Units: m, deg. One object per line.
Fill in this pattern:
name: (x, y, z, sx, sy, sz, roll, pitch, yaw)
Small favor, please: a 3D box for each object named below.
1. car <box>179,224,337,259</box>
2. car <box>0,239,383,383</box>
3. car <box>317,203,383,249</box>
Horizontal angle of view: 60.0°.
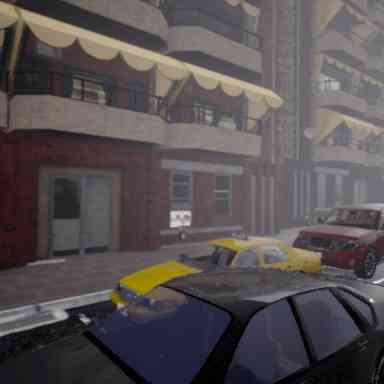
car: (0.791, 1.550, 6.801, 4.829, 1.417, 1.752, 0, 1, -38)
car: (0.393, 1.561, 3.260, 5.357, 1.411, 2.033, 0, 0, -38)
car: (5.286, 1.320, 10.307, 5.009, 1.841, 2.192, 0, 1, -38)
